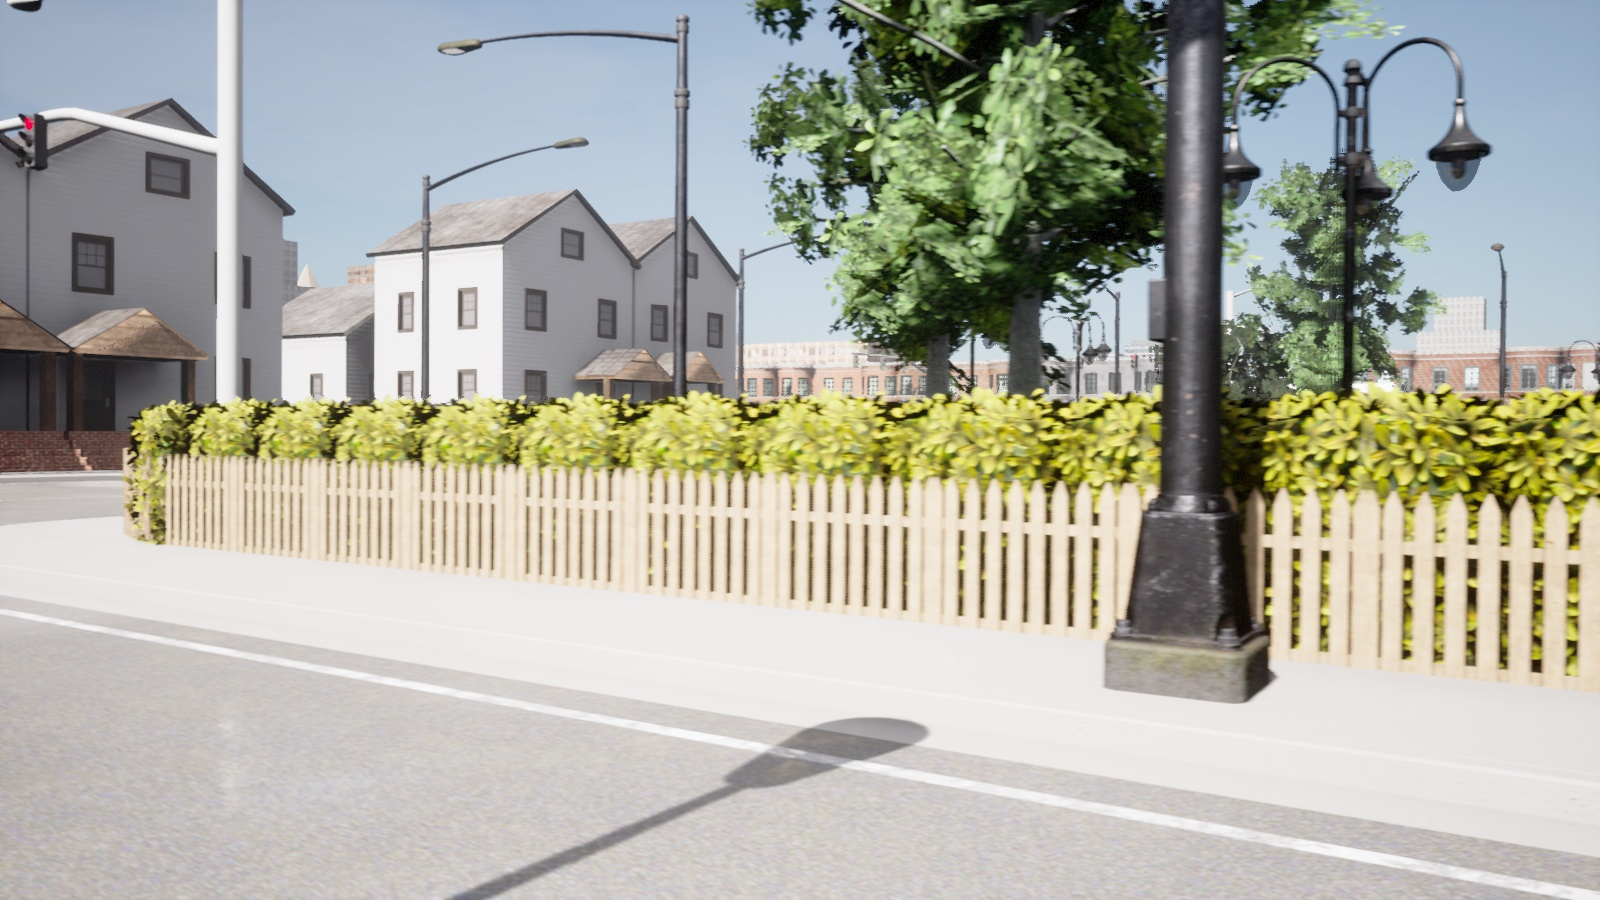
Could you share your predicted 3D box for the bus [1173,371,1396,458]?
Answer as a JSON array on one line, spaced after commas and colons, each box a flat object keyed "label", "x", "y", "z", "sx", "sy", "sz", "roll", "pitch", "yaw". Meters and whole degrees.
[{"label": "bus", "x": 25.165, "y": -1.769, "z": 65.498, "sx": 10.273, "sy": 4.253, "sz": 3.944, "roll": 0, "pitch": 1, "yaw": 33}]
